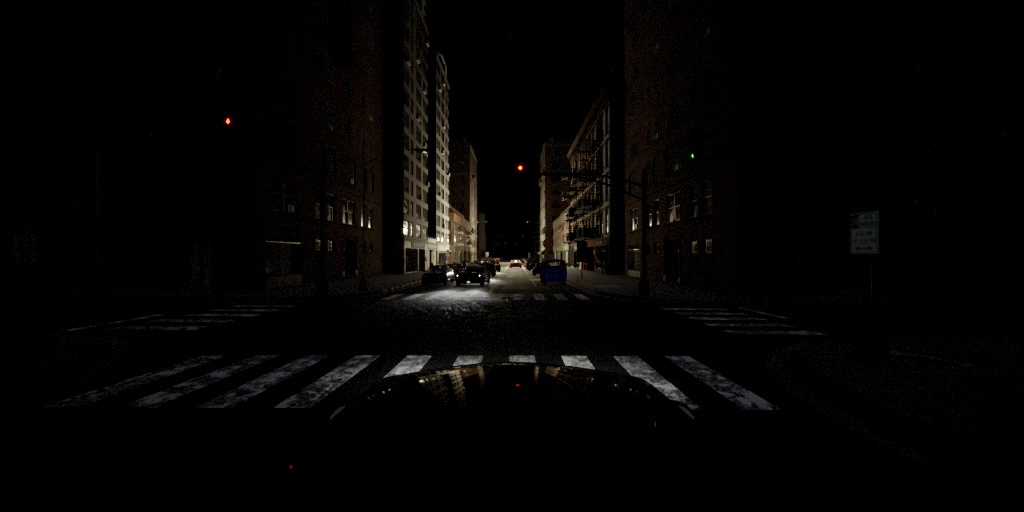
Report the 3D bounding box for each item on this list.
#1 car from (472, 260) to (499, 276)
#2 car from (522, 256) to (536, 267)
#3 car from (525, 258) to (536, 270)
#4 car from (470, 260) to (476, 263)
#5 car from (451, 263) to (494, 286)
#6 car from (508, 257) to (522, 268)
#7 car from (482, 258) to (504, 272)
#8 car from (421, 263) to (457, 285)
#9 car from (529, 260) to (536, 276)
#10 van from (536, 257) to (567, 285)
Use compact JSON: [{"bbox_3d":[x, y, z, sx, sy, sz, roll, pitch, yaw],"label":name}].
[{"bbox_3d":[-2.544,1.349,35.158,1.895,1.301,4.718,0,0,1],"label":"car"},{"bbox_3d":[3.110,1.054,53.781,2.192,1.841,5.009,0,0,1],"label":"car"},{"bbox_3d":[3.058,1.325,48.099,1.802,1.307,4.207,0,0,1],"label":"car"},{"bbox_3d":[-4.968,1.269,47.997,1.751,1.417,4.829,0,0,1],"label":"car"},{"bbox_3d":[-2.649,1.349,25.147,1.895,1.301,4.718,0,0,4],"label":"car"},{"bbox_3d":[0.626,1.336,59.057,1.895,1.301,4.718,0,0,1],"label":"car"},{"bbox_3d":[-2.446,1.309,45.212,1.994,1.385,4.181,0,0,1],"label":"car"},{"bbox_3d":[-5.175,1.299,25.440,2.007,1.370,4.403,0,0,1],"label":"car"},{"bbox_3d":[2.954,1.329,36.736,1.802,1.307,4.207,0,0,1],"label":"car"},{"bbox_3d":[2.850,1.089,25.375,1.690,1.789,3.998,0,0,1],"label":"van"}]
